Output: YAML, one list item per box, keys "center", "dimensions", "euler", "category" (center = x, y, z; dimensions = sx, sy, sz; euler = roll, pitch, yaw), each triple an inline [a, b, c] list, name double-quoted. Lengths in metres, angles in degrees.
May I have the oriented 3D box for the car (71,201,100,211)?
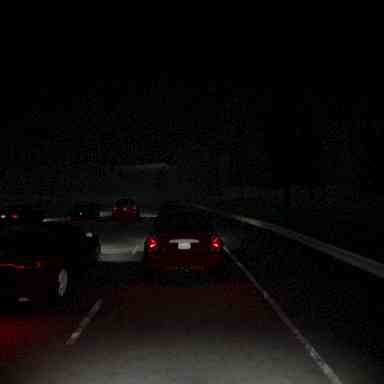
- center: [-9.136, 1.506, 28.739]
  dimensions: [2.128, 1.511, 4.902]
  euler: [0, 0, -8]
  category: "car"

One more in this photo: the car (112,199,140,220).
- center: [-5.516, 1.360, 28.102]
  dimensions: [2.097, 1.767, 4.553]
  euler: [0, 0, -8]
  category: "car"

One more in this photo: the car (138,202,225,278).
- center: [-0.292, 1.352, 10.327]
  dimensions: [2.097, 1.767, 4.553]
  euler: [0, 0, -3]
  category: "car"

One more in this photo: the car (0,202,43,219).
- center: [-11.872, 1.568, 22.998]
  dimensions: [2.033, 1.411, 5.357]
  euler: [0, 0, -7]
  category: "car"

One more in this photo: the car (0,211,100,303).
- center: [-3.682, 1.484, 8.288]
  dimensions: [1.882, 1.535, 5.008]
  euler: [0, 0, -2]
  category: "car"
